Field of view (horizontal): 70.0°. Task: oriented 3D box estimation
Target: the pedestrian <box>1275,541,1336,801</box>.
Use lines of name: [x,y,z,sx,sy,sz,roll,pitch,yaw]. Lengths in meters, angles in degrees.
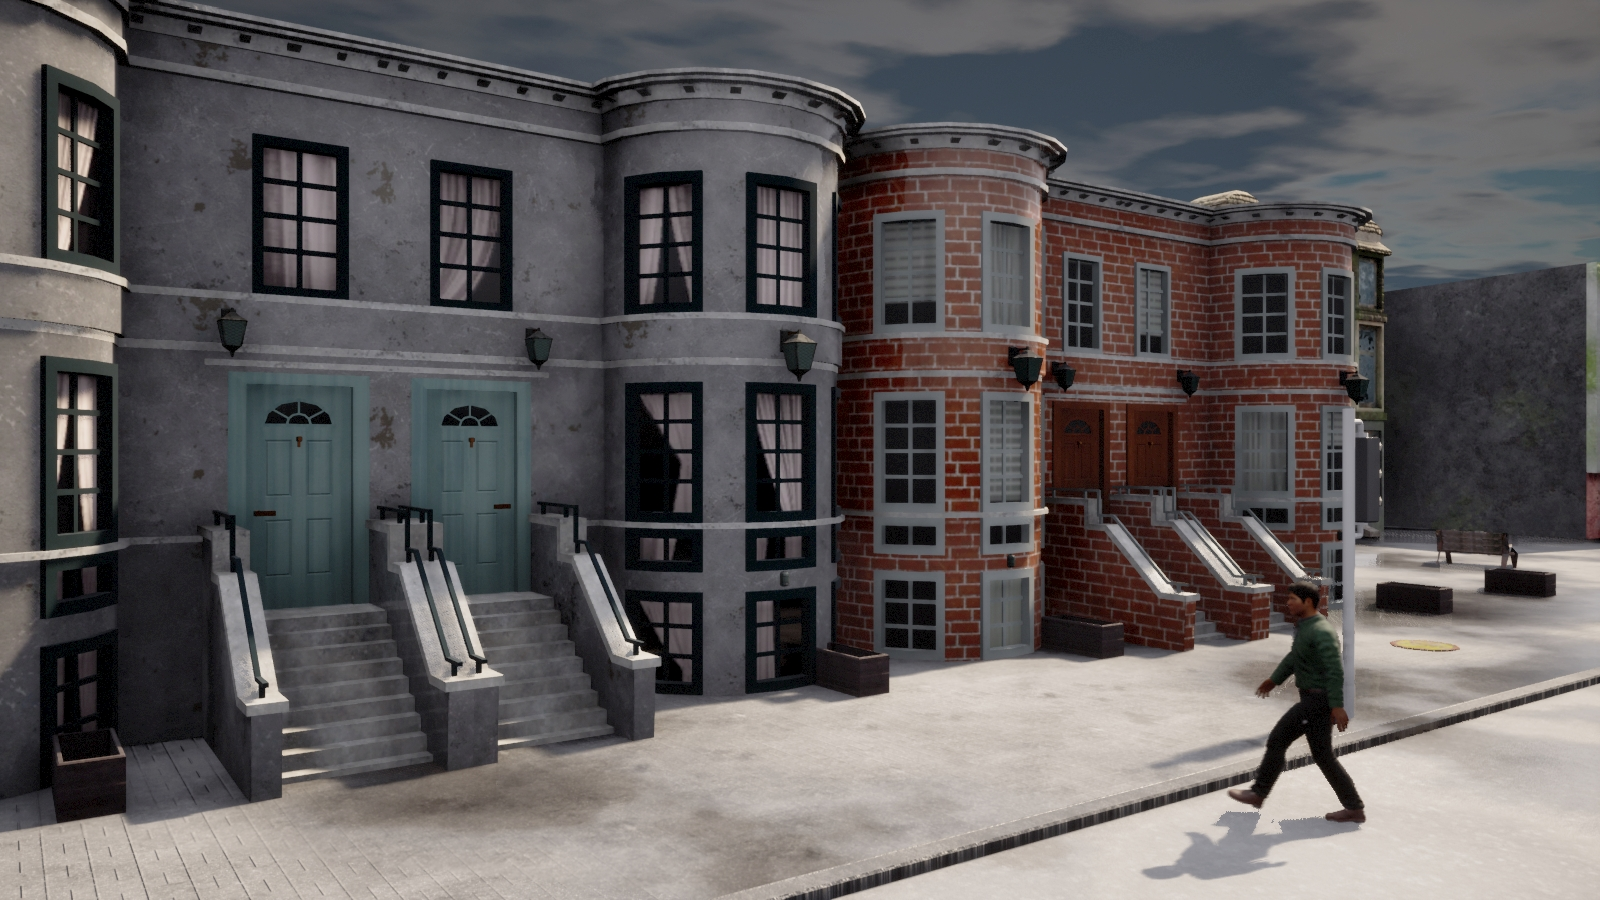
pedestrian: [3.789,1.629,8.571,0.375,1.860,0.375,0,0,17]
